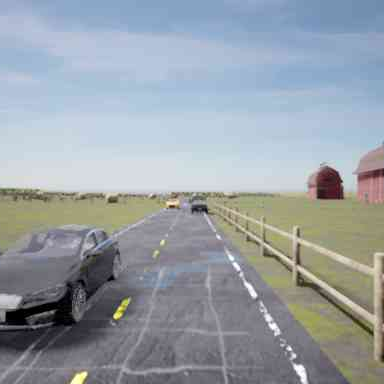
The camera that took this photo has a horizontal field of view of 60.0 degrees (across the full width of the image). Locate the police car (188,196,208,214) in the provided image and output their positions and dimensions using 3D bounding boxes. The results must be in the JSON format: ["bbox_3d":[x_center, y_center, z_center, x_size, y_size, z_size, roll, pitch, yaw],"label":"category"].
[{"bbox_3d":[0.853,1.636,38.536,1.930,1.638,5.238,0,0,0],"label":"police car"}]

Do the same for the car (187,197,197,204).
[{"bbox_3d":[0.055,1.779,72.623,2.033,1.411,5.357,0,0,0],"label":"car"}]

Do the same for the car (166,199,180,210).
[{"bbox_3d":[-2.792,1.745,48.941,1.882,1.535,5.008,0,0,0],"label":"car"}]

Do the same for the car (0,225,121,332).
[{"bbox_3d":[-2.844,1.532,7.225,2.128,1.511,4.902,0,0,0],"label":"car"}]

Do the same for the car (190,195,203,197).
[{"bbox_3d":[0.860,1.488,48.456,2.150,2.045,5.566,0,0,0],"label":"car"}]
